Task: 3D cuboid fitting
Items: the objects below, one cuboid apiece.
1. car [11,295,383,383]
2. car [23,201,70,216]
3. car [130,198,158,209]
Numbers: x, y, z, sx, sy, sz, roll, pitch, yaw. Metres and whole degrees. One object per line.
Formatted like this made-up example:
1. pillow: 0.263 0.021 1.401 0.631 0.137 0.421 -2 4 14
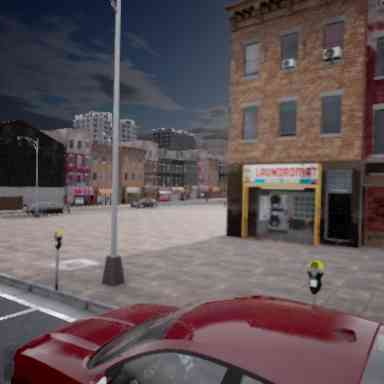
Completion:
1. car: 0.360 1.544 2.527 4.507 1.381 1.887 0 2 36
2. car: -15.115 1.741 34.939 2.128 1.511 4.902 2 1 35
3. car: -7.316 1.741 50.965 1.837 1.490 4.892 2 1 36
